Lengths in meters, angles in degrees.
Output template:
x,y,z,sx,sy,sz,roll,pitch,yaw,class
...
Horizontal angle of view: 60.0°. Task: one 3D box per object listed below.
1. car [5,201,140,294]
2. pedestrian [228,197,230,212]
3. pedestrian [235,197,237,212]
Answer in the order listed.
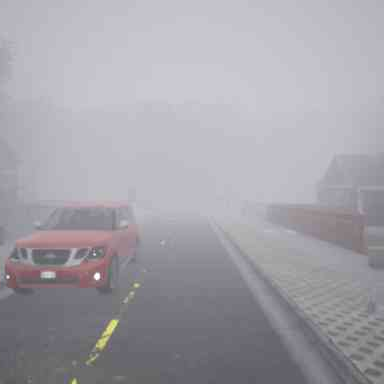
x,y,z,sx,sy,sz,roll,pitch,yaw,class
-2.848,1.312,9.352,2.150,2.045,5.566,0,-1,0,car
4.514,1.522,41.005,0.375,1.860,0.375,-1,1,0,pedestrian
5.514,1.528,41.605,0.375,1.860,0.375,-1,1,0,pedestrian
